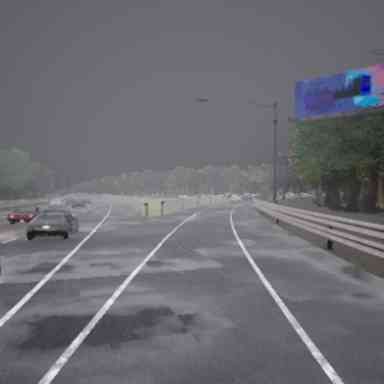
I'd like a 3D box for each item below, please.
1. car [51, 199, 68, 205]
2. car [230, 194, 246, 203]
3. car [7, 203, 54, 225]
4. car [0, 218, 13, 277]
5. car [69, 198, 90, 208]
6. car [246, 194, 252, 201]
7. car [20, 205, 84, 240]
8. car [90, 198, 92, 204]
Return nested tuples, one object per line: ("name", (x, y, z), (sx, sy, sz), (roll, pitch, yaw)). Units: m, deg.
("car", (-22.109, 1.889, 54.741), (1.812, 1.442, 4.674), (0, -1, -13))
("car", (8.863, 1.425, 66.211), (1.812, 1.442, 4.674), (0, 0, 19))
("car", (-12.054, 1.715, 24.932), (1.895, 1.301, 4.718), (0, 0, -11))
("car", (-5.052, 1.482, 5.724), (1.882, 1.535, 5.008), (0, 0, -10))
("car", (-18.609, 1.901, 55.181), (2.033, 1.411, 5.357), (0, -1, -13))
("car", (12.269, 1.258, 75.790), (2.128, 1.511, 4.902), (0, 1, 24))
("car", (-7.189, 1.628, 17.557), (1.994, 1.385, 4.181), (0, 0, -11))
("car", (-24.023, 2.091, 76.386), (2.128, 1.511, 4.902), (0, -1, -15))
